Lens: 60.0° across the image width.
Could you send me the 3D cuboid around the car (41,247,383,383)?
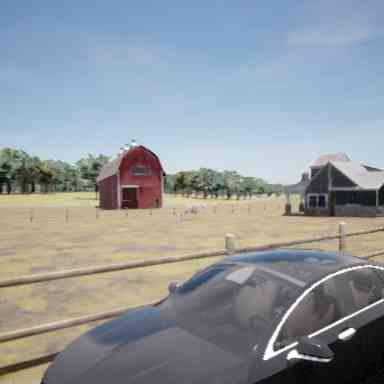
[{"bbox_3d":[0.935,1.491,3.739,4.892,1.490,1.837,0,0,-36],"label":"car"}]
